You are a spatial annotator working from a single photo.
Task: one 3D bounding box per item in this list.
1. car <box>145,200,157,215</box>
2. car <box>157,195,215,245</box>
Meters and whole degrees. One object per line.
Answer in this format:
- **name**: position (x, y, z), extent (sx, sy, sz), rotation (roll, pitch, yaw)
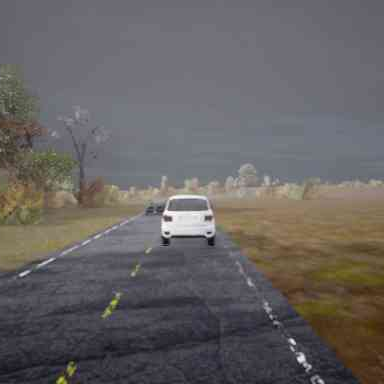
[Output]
- **car**: position (-3.383, 1.490, 32.391), extent (1.895, 1.301, 4.718), rotation (0, 0, -1)
- **car**: position (-0.178, 1.166, 15.303), extent (2.150, 2.045, 5.566), rotation (0, 0, -1)
